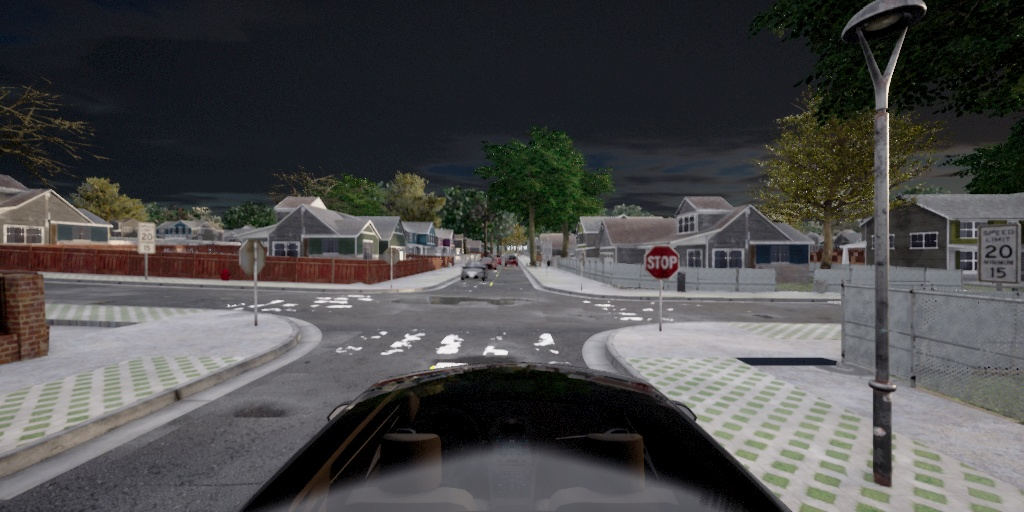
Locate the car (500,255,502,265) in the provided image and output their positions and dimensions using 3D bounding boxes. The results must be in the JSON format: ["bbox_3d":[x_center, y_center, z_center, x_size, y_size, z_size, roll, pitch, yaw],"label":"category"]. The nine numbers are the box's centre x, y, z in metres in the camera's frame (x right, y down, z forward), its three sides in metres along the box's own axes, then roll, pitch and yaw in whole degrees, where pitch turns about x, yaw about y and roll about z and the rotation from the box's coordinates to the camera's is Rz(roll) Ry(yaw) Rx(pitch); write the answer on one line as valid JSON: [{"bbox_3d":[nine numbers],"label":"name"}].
[{"bbox_3d":[-2.840,0.638,62.230,2.150,2.045,5.566,0,1,0],"label":"car"}]

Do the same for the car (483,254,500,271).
[{"bbox_3d":[-2.906,0.865,44.045,2.097,1.767,4.553,0,1,0],"label":"car"}]

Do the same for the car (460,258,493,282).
[{"bbox_3d":[-2.887,1.147,28.234,2.128,1.511,4.902,0,0,0],"label":"car"}]

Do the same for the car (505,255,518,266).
[{"bbox_3d":[-0.083,0.719,57.646,2.097,1.767,4.553,0,1,0],"label":"car"}]
